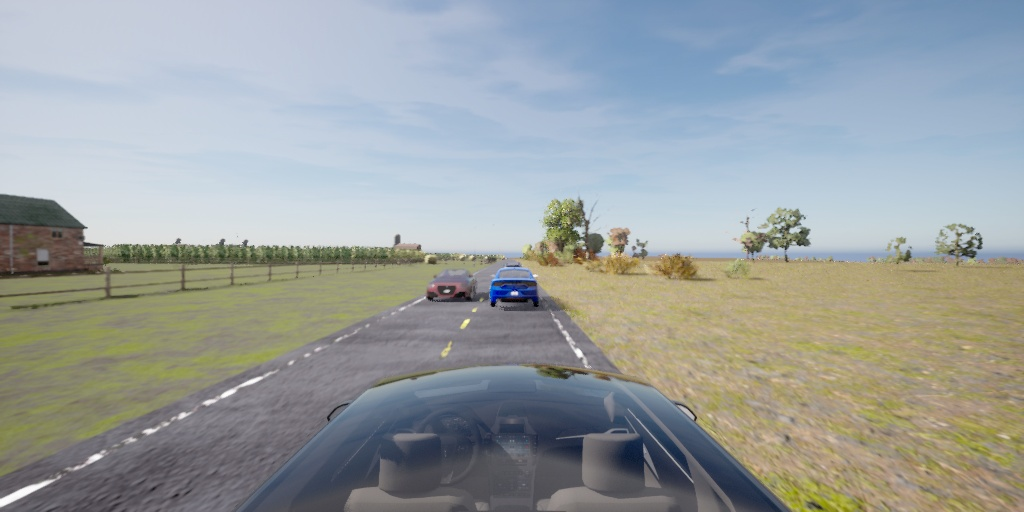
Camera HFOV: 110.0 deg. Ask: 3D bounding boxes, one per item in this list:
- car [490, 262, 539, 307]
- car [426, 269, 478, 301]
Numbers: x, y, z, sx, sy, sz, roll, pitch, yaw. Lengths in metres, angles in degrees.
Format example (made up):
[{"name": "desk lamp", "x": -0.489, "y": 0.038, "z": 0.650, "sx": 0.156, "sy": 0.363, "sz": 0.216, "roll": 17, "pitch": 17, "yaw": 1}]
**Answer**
[{"name": "car", "x": 0.096, "y": 1.222, "z": 15.607, "sx": 1.882, "sy": 1.535, "sz": 5.008, "roll": 0, "pitch": 0, "yaw": 0}, {"name": "car", "x": -2.767, "y": 1.309, "z": 17.261, "sx": 1.994, "sy": 1.385, "sz": 4.181, "roll": 0, "pitch": 0, "yaw": 0}]
